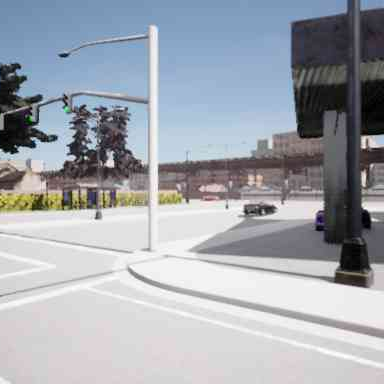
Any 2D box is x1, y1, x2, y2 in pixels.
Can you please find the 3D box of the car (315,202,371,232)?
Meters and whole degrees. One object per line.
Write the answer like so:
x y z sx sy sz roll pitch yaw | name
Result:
8.438 1.303 18.456 2.242 1.667 4.611 0 0 37 | car

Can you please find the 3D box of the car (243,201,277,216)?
6.695 1.578 32.413 2.128 1.511 4.902 0 -1 37 | car

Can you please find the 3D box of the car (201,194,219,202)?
4.423 1.460 83.075 4.553 1.767 2.097 0 0 37 | car

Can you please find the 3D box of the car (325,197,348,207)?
23.652 1.608 54.501 4.674 1.442 1.812 1 -1 -44 | car
